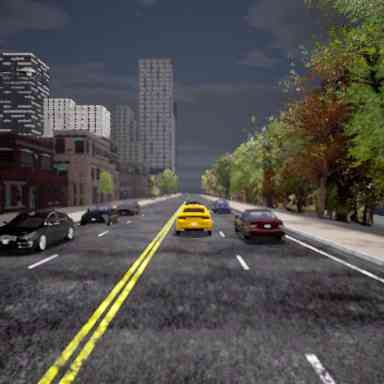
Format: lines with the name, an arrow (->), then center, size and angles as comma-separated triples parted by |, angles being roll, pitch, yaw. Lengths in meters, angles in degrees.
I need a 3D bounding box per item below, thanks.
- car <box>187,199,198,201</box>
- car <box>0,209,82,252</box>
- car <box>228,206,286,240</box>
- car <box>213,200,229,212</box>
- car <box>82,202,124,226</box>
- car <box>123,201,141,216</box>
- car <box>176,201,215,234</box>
car -> 0.075, 1.584, 43.326 | 2.128, 1.511, 4.902 | 0, 0, 0
car -> -6.567, 1.536, 14.172 | 1.837, 1.490, 4.892 | 0, 0, 1
car -> 3.353, 1.584, 17.321 | 2.033, 1.411, 5.357 | 0, 0, 0
car -> 3.360, 1.630, 39.063 | 2.033, 1.411, 5.357 | 0, 0, 0
car -> -6.495, 1.616, 23.908 | 1.994, 1.385, 4.181 | 0, 0, 0
car -> -6.491, 1.621, 34.331 | 2.033, 1.411, 5.357 | 0, 0, 0
car -> 0.106, 1.519, 19.592 | 1.882, 1.535, 5.008 | 0, 0, 0
